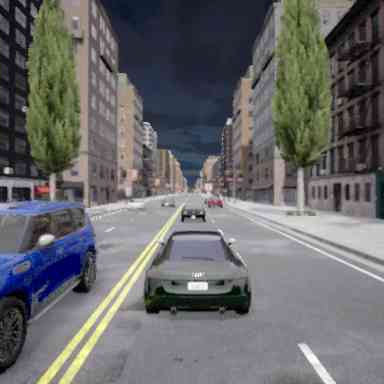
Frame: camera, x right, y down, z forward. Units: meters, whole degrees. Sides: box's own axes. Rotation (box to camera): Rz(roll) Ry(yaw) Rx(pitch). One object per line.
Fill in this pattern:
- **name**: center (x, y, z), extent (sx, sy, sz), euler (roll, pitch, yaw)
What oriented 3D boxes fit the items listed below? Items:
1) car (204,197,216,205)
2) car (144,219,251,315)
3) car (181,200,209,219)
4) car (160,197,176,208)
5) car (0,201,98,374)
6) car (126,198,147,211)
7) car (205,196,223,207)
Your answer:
- **car**: center (3.263, 1.550, 60.474), extent (1.994, 1.385, 4.181), euler (0, 0, 1)
- **car**: center (0.100, 1.563, 7.649), extent (1.994, 1.385, 4.181), euler (0, 0, 0)
- **car**: center (0.102, 1.597, 27.176), extent (1.895, 1.301, 4.718), euler (0, 0, 0)
- **car**: center (-3.318, 1.480, 46.774), extent (2.128, 1.511, 4.902), euler (0, 0, 0)
- **car**: center (-3.350, 1.219, 5.953), extent (2.150, 2.045, 5.566), euler (0, 0, 0)
- **car**: center (-6.584, 1.514, 39.877), extent (1.812, 1.442, 4.674), euler (0, 0, 0)
- **car**: center (3.352, 1.345, 49.455), extent (2.097, 1.767, 4.553), euler (0, 0, 0)
